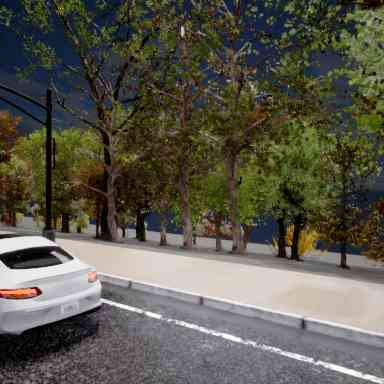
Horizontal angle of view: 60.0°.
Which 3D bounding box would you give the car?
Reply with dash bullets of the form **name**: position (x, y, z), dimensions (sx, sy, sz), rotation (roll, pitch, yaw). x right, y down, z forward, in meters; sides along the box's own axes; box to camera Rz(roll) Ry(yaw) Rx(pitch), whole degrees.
- **car**: position (-3.624, 1.525, 6.273), dimensions (4.674, 1.442, 1.812), rotation (0, 0, 37)
